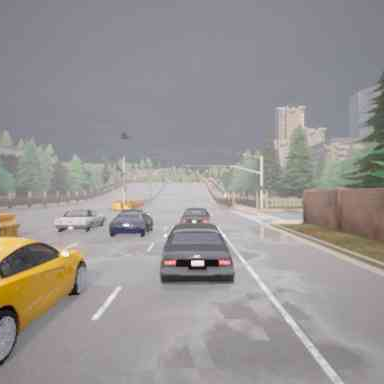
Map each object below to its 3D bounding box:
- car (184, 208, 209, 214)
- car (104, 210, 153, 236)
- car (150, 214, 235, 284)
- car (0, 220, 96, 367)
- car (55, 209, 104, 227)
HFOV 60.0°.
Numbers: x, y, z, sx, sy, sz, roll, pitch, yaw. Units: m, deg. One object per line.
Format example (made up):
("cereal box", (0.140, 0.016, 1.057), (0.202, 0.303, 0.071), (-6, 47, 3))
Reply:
("car", (0.280, 1.706, 20.995), (2.033, 1.411, 5.357), (0, 0, 3))
("car", (-3.417, 1.709, 19.313), (1.994, 1.385, 4.181), (0, 0, 0))
("car", (0.095, 1.622, 9.774), (2.033, 1.411, 5.357), (0, 0, -1))
("car", (-3.405, 1.522, 5.809), (1.882, 1.535, 5.008), (0, 0, 0))
("car", (-6.917, 1.760, 21.181), (1.895, 1.301, 4.718), (0, 0, 0))
